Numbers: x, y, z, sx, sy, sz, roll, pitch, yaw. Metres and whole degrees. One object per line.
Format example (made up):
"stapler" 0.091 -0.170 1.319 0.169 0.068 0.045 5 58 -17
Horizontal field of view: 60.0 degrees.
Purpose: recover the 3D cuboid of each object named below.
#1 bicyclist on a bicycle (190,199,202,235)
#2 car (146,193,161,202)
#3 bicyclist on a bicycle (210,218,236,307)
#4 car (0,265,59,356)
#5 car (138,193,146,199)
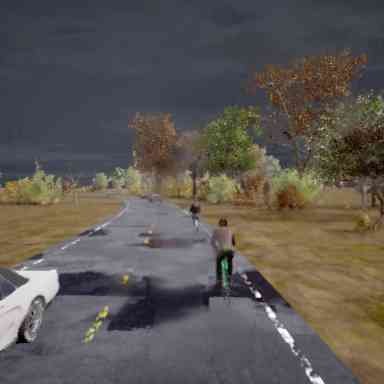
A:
"bicyclist on a bicycle" 0.181 1.203 16.579 0.659 1.776 1.843 0 1 -4
"car" -6.306 0.978 56.465 1.812 1.442 4.674 0 1 -12
"bicyclist on a bicycle" 0.659 1.382 6.857 0.582 1.620 1.656 0 0 -2
"car" -3.183 1.566 3.507 1.895 1.301 4.718 0 1 -1
"car" -10.610 0.897 73.084 1.895 1.301 4.718 0 1 -17
